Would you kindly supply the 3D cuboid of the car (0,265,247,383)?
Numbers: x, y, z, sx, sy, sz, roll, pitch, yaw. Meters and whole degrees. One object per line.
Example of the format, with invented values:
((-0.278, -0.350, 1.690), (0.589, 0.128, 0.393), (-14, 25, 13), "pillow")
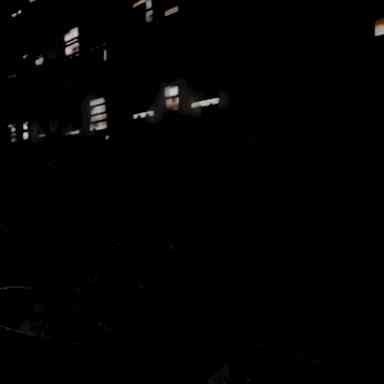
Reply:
((-1.468, 1.570, 3.927), (4.313, 1.339, 1.947), (0, 0, 35), "car")
